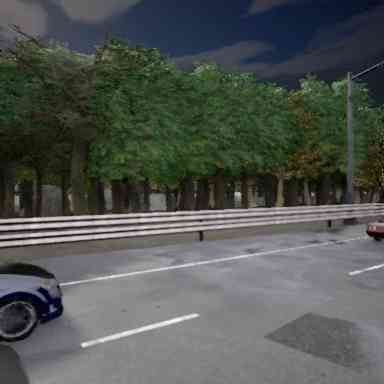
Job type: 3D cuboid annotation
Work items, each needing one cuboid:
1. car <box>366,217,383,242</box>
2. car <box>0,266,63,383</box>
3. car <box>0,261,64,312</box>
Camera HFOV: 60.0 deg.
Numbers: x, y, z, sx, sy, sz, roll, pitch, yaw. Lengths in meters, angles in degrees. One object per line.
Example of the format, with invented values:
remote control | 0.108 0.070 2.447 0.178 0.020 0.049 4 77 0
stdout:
car | 10.004 1.599 15.183 4.718 1.301 1.895 0 0 -36
car | -3.475 1.547 1.270 5.357 1.411 2.033 0 0 -35
car | -4.209 1.563 5.042 4.181 1.385 1.994 0 0 -36
